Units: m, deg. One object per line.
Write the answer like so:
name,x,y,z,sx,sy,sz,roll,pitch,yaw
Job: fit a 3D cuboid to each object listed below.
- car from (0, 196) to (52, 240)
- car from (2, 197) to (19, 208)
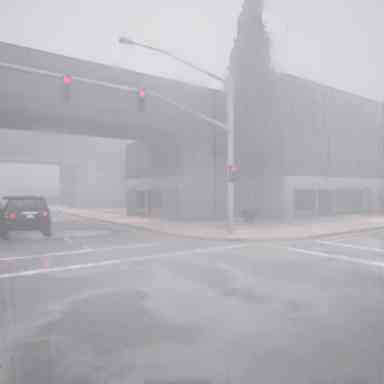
car,-8.987,1.210,17.474,2.150,2.045,5.566,0,0,-35
car,-27.476,1.477,50.183,1.837,1.490,4.892,0,0,-33
